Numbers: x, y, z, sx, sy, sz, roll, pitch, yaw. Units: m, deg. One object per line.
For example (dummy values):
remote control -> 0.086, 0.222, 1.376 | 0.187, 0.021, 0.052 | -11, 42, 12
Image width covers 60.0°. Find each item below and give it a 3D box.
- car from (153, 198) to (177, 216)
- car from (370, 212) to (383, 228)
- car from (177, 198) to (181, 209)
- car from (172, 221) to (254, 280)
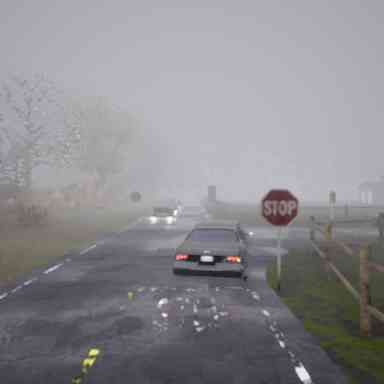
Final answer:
car -> -2.844, 1.556, 34.219 | 1.882, 1.535, 5.008 | 0, 0, 0
car -> 13.192, 1.480, 19.605 | 5.008, 1.535, 1.882 | 0, -1, 0
car -> -2.839, 1.598, 44.619 | 1.837, 1.490, 4.892 | 0, 0, 0
car -> 0.823, 1.576, 10.073 | 2.033, 1.411, 5.357 | 0, 0, 11
